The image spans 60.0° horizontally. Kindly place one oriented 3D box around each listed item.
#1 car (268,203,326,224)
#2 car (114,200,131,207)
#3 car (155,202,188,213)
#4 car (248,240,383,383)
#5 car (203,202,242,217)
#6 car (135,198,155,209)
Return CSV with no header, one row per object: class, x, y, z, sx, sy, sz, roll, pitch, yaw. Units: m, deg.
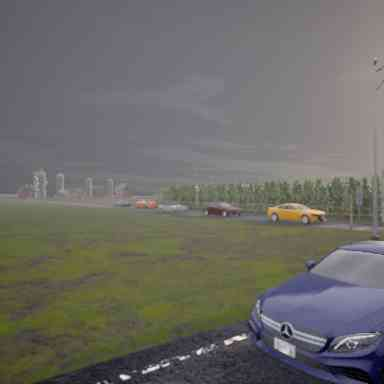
car,8.488,1.716,27.289,1.882,1.535,5.008,1,-1,-34
car,-13.580,2.226,64.818,1.994,1.385,4.181,1,-1,-34
car,-2.513,2.019,43.401,1.895,1.301,4.718,1,-1,-34
car,2.965,1.547,5.200,4.674,1.442,1.812,0,0,-36
car,3.114,1.803,35.147,1.882,1.535,5.008,1,-1,-34
car,-7.871,1.920,56.469,2.097,1.767,4.553,1,-1,-34
